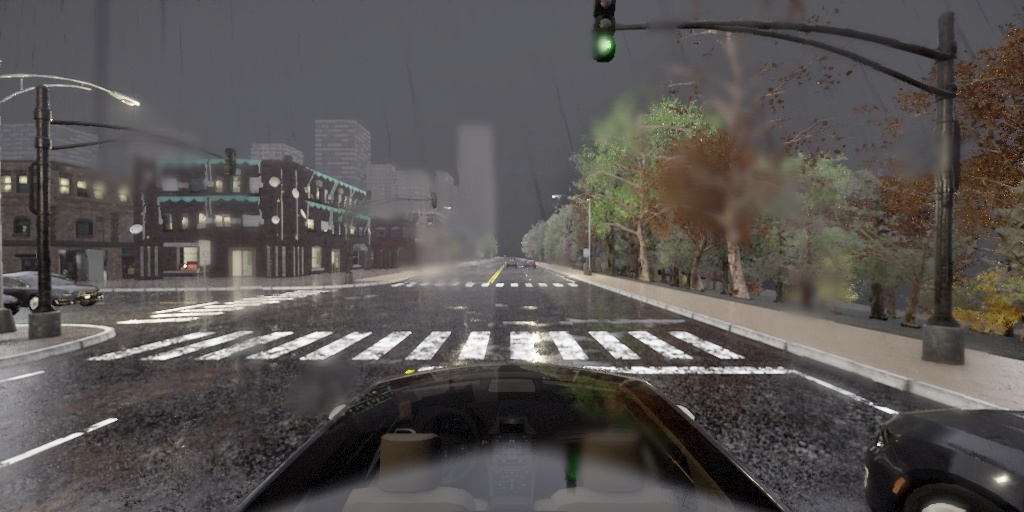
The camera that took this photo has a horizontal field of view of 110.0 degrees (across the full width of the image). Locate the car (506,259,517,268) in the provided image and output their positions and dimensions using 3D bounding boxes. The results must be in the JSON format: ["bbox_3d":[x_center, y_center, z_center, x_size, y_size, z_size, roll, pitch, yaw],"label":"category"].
[{"bbox_3d":[-0.046,1.345,63.018,1.837,1.490,4.892,0,0,0],"label":"car"}]

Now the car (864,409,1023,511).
[{"bbox_3d":[3.353,1.253,0.431,1.837,1.490,4.892,0,0,0],"label":"car"}]

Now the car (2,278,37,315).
[{"bbox_3d":[-19.973,1.585,12.390,4.313,1.339,1.948,0,0,0],"label":"car"}]

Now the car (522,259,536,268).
[{"bbox_3d":[3.206,1.366,63.331,1.812,1.442,4.674,0,0,0],"label":"car"}]

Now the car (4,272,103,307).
[{"bbox_3d":[-20.315,1.506,15.096,4.892,1.490,1.837,-1,0,0],"label":"car"}]
